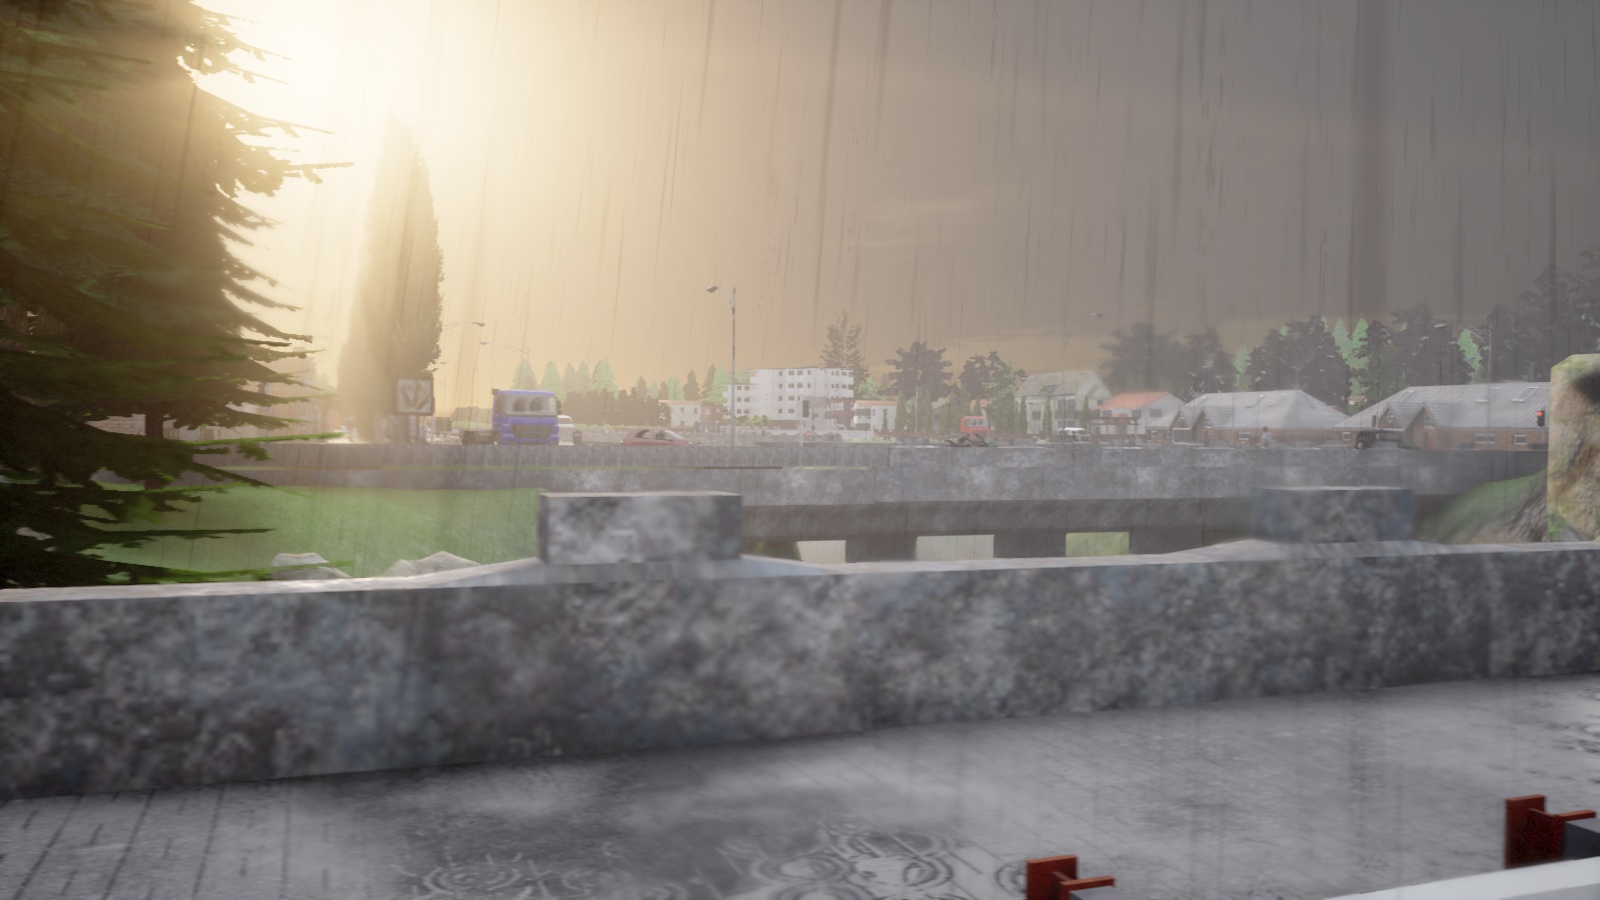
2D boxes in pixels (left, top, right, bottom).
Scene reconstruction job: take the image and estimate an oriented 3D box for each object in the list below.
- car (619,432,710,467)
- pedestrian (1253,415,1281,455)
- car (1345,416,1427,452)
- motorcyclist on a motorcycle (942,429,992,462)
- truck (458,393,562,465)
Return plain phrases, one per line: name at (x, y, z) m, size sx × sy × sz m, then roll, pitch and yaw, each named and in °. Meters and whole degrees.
car at (-5.999, -0.034, 55.964) m, size 3.633 × 1.501 × 1.845 m, roll 0°, pitch 1°, yaw 11°
pedestrian at (22.216, -0.704, 59.724) m, size 0.900 × 1.855 × 0.874 m, roll -1°, pitch 1°, yaw -17°
car at (32.171, -0.875, 68.906) m, size 3.866 × 1.878 × 1.905 m, roll -1°, pitch 1°, yaw -21°
motorcyclist on a motorcycle at (7.956, -0.225, 59.737) m, size 2.191 × 1.530 × 0.866 m, roll -1°, pitch 1°, yaw -21°
truck at (-15.037, -1.074, 64.671) m, size 2.891 × 3.462 × 7.936 m, roll -1°, pitch 1°, yaw -31°
